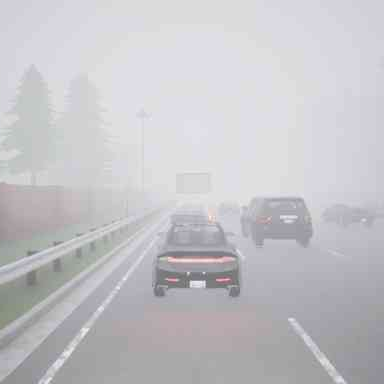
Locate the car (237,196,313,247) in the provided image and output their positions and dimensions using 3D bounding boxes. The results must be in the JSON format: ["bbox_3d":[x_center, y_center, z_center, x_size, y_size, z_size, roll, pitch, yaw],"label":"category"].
[{"bbox_3d":[3.610,1.217,15.084,2.150,2.045,5.566,0,-1,0],"label":"car"}]

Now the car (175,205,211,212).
[{"bbox_3d":[-0.010,1.474,19.020,1.882,1.535,5.008,0,0,6],"label":"car"}]

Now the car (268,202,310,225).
[{"bbox_3d":[7.115,1.526,24.871,1.812,1.442,4.674,0,0,0],"label":"car"}]

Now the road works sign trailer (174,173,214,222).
[{"bbox_3d":[0.077,0.464,22.938,2.380,3.560,2.880,0,0,0],"label":"road works sign trailer"}]

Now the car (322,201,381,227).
[{"bbox_3d":[10.614,1.503,22.983,1.837,1.490,4.892,0,0,0],"label":"car"}]

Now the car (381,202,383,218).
[{"bbox_3d":[14.118,1.493,26.654,2.128,1.511,4.902,0,0,0],"label":"car"}]

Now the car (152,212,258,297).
[{"bbox_3d":[0.106,1.492,8.571,2.128,1.511,4.902,0,0,0],"label":"car"}]

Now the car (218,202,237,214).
[{"bbox_3d":[3.621,1.601,33.121,1.895,1.301,4.718,0,0,0],"label":"car"}]
